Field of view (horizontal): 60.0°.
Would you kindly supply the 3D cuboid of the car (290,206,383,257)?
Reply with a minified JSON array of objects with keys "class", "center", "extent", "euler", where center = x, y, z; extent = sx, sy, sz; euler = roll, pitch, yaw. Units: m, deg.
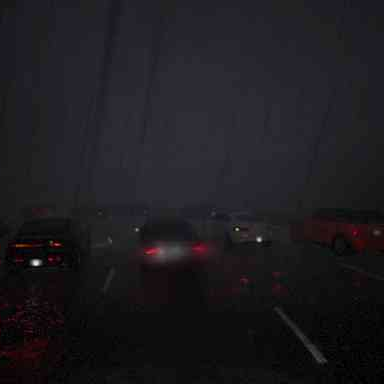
[{"class":"car","center":[5.762,1.361,13.218],"extent":[2.097,1.767,4.553],"euler":[0,0,-12]}]

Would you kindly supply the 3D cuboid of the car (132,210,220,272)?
[{"class":"car","center":[-0.831,1.552,10.899],"extent":[2.033,1.411,5.357],"euler":[0,0,-10]}]

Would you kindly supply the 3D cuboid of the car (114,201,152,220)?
[{"class":"car","center":[-5.307,1.489,28.868],"extent":[1.882,1.535,5.008],"euler":[0,0,-36]}]

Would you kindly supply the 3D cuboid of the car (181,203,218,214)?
[{"class":"car","center":[0.844,1.558,25.962],"extent":[2.033,1.411,5.357],"euler":[0,0,-30]}]

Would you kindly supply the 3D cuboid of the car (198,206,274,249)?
[{"class":"car","center":[1.886,1.532,14.500],"extent":[1.812,1.442,4.674],"euler":[0,-1,-15]}]

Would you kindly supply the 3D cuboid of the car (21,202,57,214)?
[{"class":"car","center":[-11.865,1.488,25.934],"extent":[1.882,1.535,5.008],"euler":[0,0,-39]}]

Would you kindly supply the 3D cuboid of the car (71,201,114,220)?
[{"class":"car","center":[-8.556,1.489,27.395],"extent":[1.882,1.535,5.008],"euler":[0,0,-37]}]

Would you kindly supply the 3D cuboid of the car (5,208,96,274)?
[{"class":"car","center":[-4.376,1.510,10.714],"extent":[1.837,1.490,4.892],"euler":[0,0,-11]}]
